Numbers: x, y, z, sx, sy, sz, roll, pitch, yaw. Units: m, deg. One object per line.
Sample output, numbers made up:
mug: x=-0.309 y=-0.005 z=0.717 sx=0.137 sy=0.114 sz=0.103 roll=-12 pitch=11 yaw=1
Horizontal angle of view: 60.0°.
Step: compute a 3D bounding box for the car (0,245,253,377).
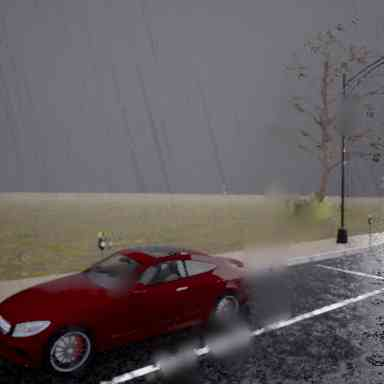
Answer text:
car: x=-0.805 y=1.604 z=5.517 sx=4.206 sy=1.307 sz=1.802 roll=1 pitch=0 yaw=-36
